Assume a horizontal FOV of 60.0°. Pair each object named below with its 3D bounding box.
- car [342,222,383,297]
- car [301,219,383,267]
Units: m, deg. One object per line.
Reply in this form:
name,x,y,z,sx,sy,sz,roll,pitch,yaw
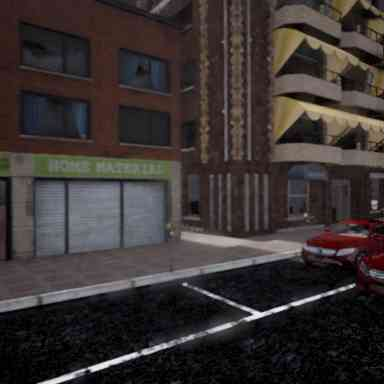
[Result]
car,5.487,1.468,7.303,4.674,1.442,1.812,0,0,-36
car,5.157,1.515,10.252,4.206,1.307,1.802,0,0,-36
